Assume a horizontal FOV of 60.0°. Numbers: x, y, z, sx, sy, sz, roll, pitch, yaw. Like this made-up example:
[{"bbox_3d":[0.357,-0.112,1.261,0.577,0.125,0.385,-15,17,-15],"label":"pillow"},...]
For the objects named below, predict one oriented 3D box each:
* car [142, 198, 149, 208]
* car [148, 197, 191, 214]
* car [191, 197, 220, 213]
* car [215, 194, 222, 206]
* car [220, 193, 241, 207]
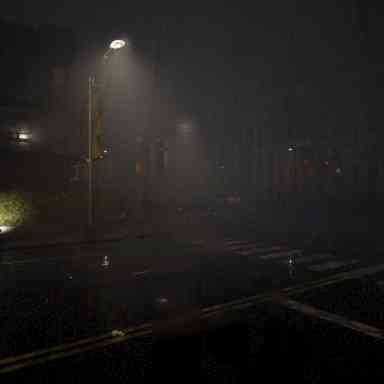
[{"bbox_3d":[-5.130,1.492,45.096,2.128,1.511,4.902,0,0,-34],"label":"car"},{"bbox_3d":[-2.414,1.526,34.972,1.812,1.442,4.674,0,0,-35],"label":"car"},{"bbox_3d":[0.670,1.564,36.667,1.994,1.385,4.181,0,0,-35],"label":"car"},{"bbox_3d":[1.744,1.478,49.483,1.882,1.535,5.008,0,0,-35],"label":"car"},{"bbox_3d":[4.997,1.215,50.908,2.150,2.045,5.566,0,-1,-34],"label":"car"}]
